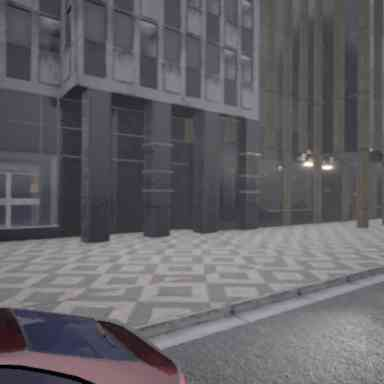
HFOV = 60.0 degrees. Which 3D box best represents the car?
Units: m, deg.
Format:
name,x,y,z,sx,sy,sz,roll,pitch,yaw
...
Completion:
name,x,y,z,sx,sy,sz,roll,pitch,yaw
car,-2.007,1.560,1.946,4.181,1.385,1.994,1,0,-36
